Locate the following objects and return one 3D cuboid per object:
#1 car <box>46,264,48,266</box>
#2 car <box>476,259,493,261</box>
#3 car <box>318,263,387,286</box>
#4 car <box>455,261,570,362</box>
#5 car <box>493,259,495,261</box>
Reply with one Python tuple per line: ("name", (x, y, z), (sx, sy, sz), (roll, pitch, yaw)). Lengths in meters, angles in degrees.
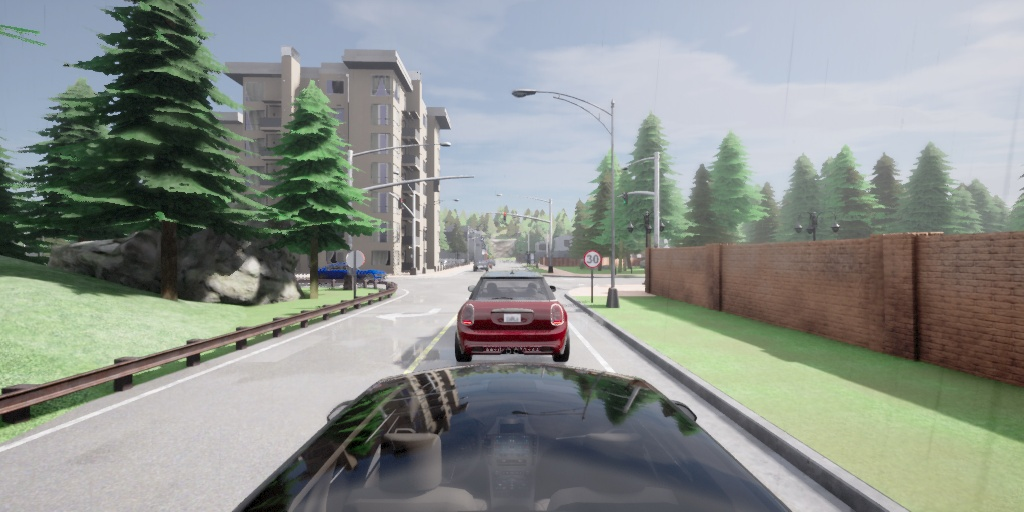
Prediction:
("car", (-28.605, 0.990, 24.732), (5.566, 2.045, 2.150), (0, 0, -1))
("car", (-3.983, 1.241, 46.694), (2.128, 1.511, 4.902), (0, 0, -1))
("car", (-11.357, 1.243, 25.094), (5.008, 1.535, 1.882), (0, 0, -1))
("car", (0.005, 1.102, 8.373), (2.097, 1.767, 4.553), (0, 0, 0))
("car", (-4.058, 1.314, 56.548), (1.994, 1.385, 4.181), (0, 0, 0))
